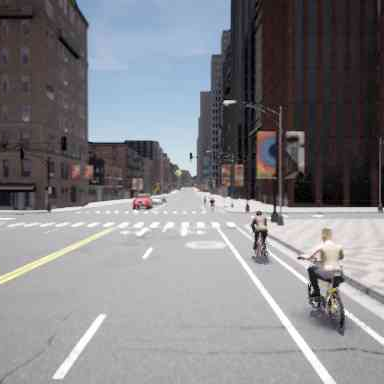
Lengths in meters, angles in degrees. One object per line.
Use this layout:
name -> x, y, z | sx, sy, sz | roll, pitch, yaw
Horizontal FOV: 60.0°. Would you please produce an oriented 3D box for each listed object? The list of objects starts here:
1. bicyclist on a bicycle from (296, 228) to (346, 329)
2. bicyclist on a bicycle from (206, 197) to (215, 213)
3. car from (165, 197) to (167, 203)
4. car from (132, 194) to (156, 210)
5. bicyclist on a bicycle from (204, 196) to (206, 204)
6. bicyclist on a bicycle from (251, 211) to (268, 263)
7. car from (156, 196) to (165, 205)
bicyclist on a bicycle -> 2.371, 1.438, 5.950 | 0.866, 1.612, 1.509 | 0, 0, 0
bicyclist on a bicycle -> 2.252, 1.402, 36.902 | 0.659, 1.776, 1.843 | 0, 0, 0
car -> -6.501, 1.597, 71.774 | 2.128, 1.511, 4.902 | 0, 0, 0
car -> -6.588, 1.264, 44.894 | 2.150, 2.045, 5.566 | 0, 0, 0
bicyclist on a bicycle -> 2.252, 1.510, 57.101 | 0.582, 1.620, 1.656 | 0, 0, 0
bicyclist on a bicycle -> 2.252, 1.456, 11.024 | 0.582, 1.620, 1.656 | 0, 0, 0
car -> -6.527, 1.586, 60.226 | 1.812, 1.442, 4.674 | 0, 0, 0
